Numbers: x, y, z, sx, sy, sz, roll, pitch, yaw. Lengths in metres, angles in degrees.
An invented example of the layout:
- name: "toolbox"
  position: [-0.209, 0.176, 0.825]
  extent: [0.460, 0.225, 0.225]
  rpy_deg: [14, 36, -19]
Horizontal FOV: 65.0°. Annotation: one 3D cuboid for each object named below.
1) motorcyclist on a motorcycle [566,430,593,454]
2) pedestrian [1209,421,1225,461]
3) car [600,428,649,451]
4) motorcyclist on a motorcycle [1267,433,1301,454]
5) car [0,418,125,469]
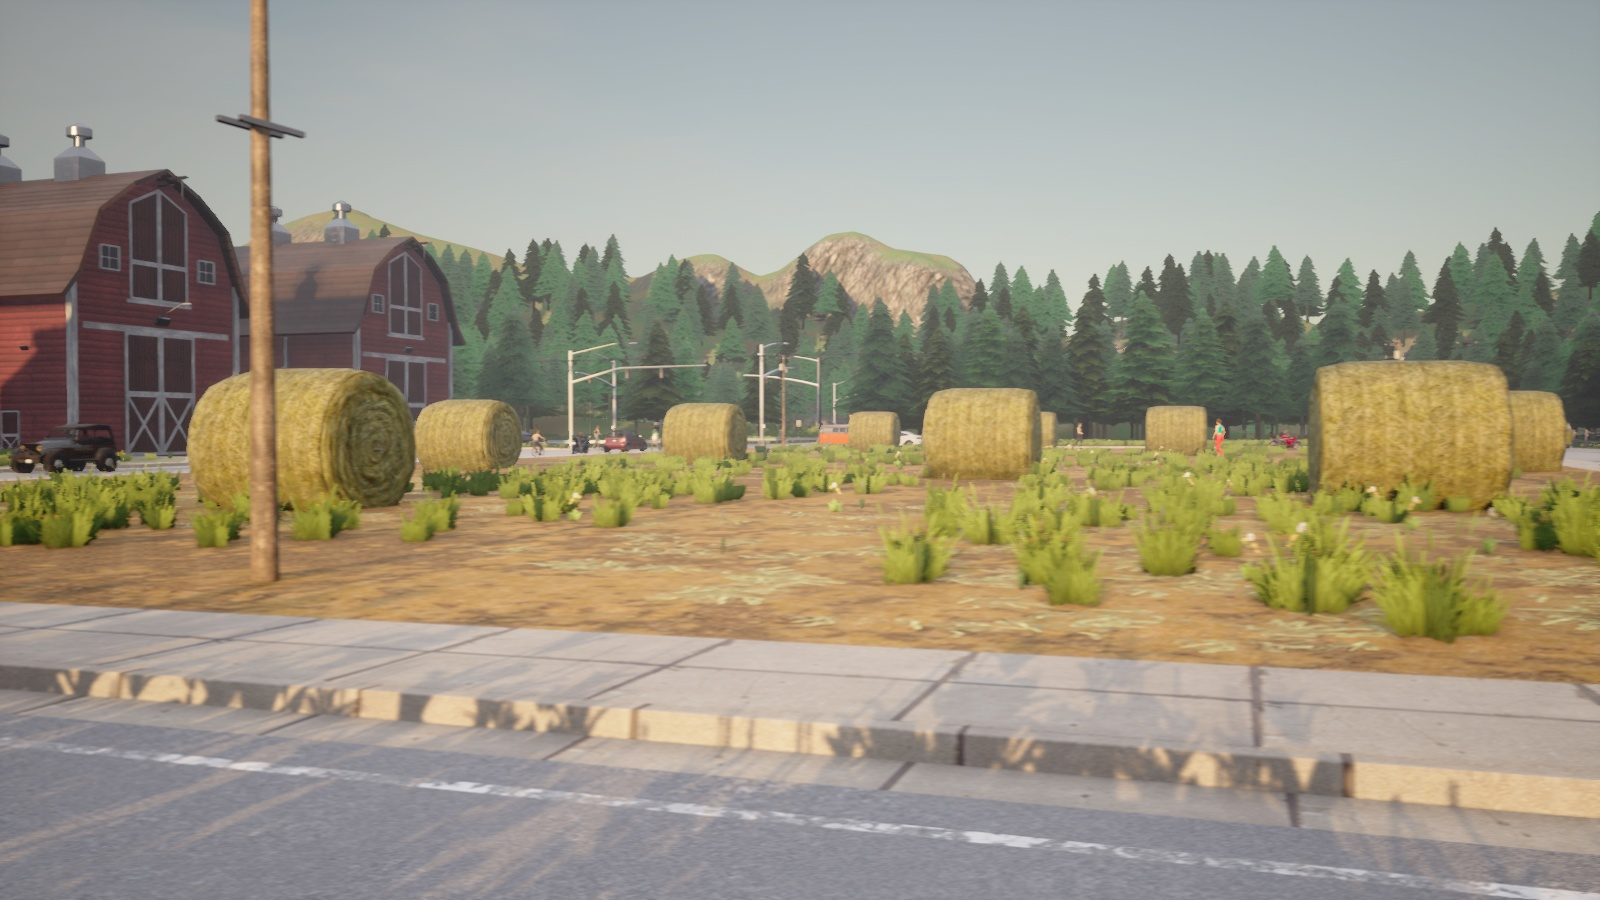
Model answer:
- name: "motorcyclist on a motorcycle"
  position: [-14.255, -0.514, 81.222]
  extent: [0.866, 1.530, 2.191]
  rpy_deg: [0, 1, 17]
- name: "pedestrian"
  position: [19.193, -0.408, 57.801]
  extent: [0.345, 1.836, 0.594]
  rpy_deg: [0, 1, -28]
- name: "car"
  position: [-12.226, -0.753, 87.779]
  extent: [1.851, 1.617, 3.988]
  rpy_deg: [1, 1, 17]
- name: "motorcyclist on a motorcycle"
  position: [34.823, -0.463, 90.361]
  extent: [2.191, 1.530, 0.866]
  rpy_deg: [1, 1, 18]
- name: "car"
  position: [-28.158, -0.272, 48.089]
  extent: [1.905, 1.878, 3.866]
  rpy_deg: [0, 1, 17]
